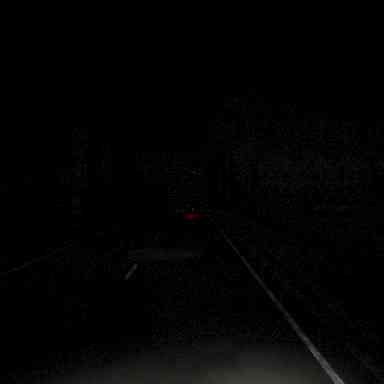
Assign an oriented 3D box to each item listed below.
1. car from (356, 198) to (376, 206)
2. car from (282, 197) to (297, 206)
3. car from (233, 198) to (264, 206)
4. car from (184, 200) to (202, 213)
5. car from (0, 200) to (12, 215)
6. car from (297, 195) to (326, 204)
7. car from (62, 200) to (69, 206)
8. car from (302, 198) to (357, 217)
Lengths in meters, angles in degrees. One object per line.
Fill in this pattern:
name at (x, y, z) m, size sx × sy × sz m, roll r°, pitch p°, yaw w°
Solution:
car at (28.443, 1.648, 56.793) m, size 5.357 × 1.411 × 2.033 m, roll 0°, pitch 0°, yaw 0°
car at (17.900, 1.592, 56.759) m, size 4.902 × 1.511 × 2.128 m, roll 0°, pitch 0°, yaw 0°
car at (9.128, 1.632, 53.696) m, size 5.357 × 1.411 × 2.033 m, roll 0°, pitch 0°, yaw 9°
car at (0.100, 1.710, 39.523) m, size 1.837 × 1.490 × 4.892 m, roll 0°, pitch 0°, yaw 0°
car at (-20.728, 1.658, 34.462) m, size 2.242 × 1.667 × 4.611 m, roll 0°, pitch 0°, yaw -1°
car at (13.275, 1.253, 34.120) m, size 3.866 × 1.878 × 1.905 m, roll 0°, pitch 0°, yaw -1°
car at (-19.630, 1.645, 56.631) m, size 4.674 × 1.442 × 1.812 m, roll 1°, pitch 0°, yaw 0°
car at (12.684, 1.520, 30.790) m, size 3.806 × 1.475 × 1.970 m, roll 0°, pitch 0°, yaw -1°
